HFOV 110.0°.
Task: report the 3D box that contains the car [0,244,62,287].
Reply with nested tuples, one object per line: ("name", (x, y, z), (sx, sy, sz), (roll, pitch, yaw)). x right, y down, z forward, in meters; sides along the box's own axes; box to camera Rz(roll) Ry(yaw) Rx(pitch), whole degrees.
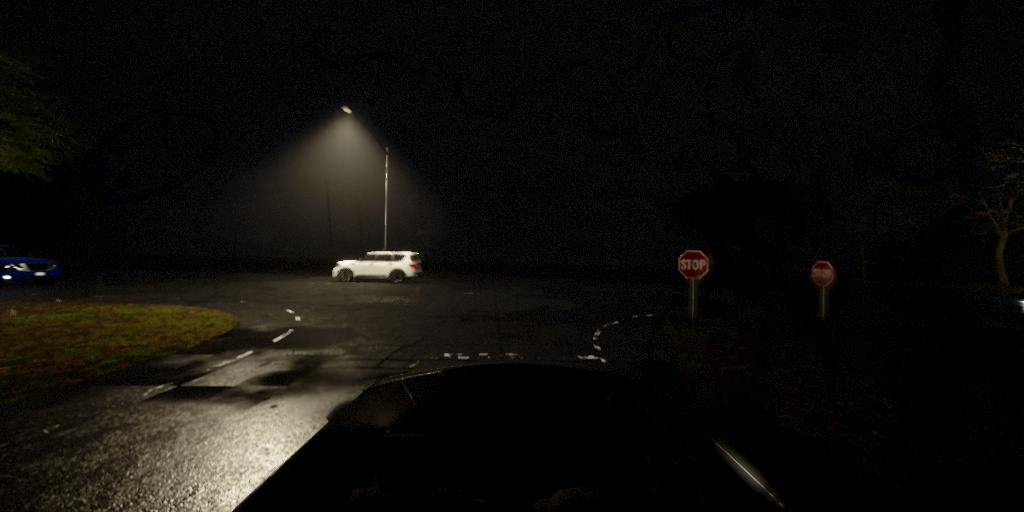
("car", (-24.759, 0.417, 16.714), (5.566, 2.045, 2.150), (2, 1, 0))

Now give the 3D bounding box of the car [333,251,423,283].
("car", (-8.760, 0.704, 23.731), (5.566, 2.045, 2.150), (1, 1, 0))

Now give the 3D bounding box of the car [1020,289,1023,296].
("car", (37.421, 2.373, 23.683), (5.357, 1.411, 2.033), (1, 1, 0))
